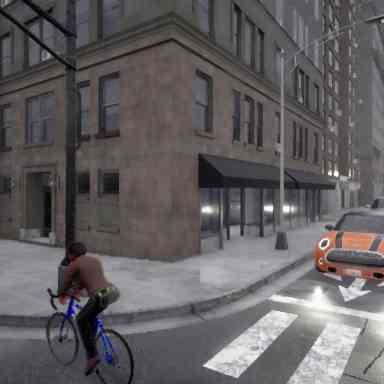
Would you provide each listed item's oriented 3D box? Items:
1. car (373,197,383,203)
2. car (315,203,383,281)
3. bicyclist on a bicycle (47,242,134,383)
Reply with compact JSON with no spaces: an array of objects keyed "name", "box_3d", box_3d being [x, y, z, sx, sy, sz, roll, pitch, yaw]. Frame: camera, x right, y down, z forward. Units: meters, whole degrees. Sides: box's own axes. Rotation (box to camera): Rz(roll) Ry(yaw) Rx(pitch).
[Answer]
[{"name":"car","box_3d":[11.005,1.279,18.266,2.150,2.045,5.566,0,0,35]},{"name":"car","box_3d":[5.238,1.386,9.970,2.097,1.767,4.553,0,0,35]},{"name":"bicyclist on a bicycle","box_3d":[-1.305,1.456,4.074,1.656,1.620,0.582,0,0,35]}]
